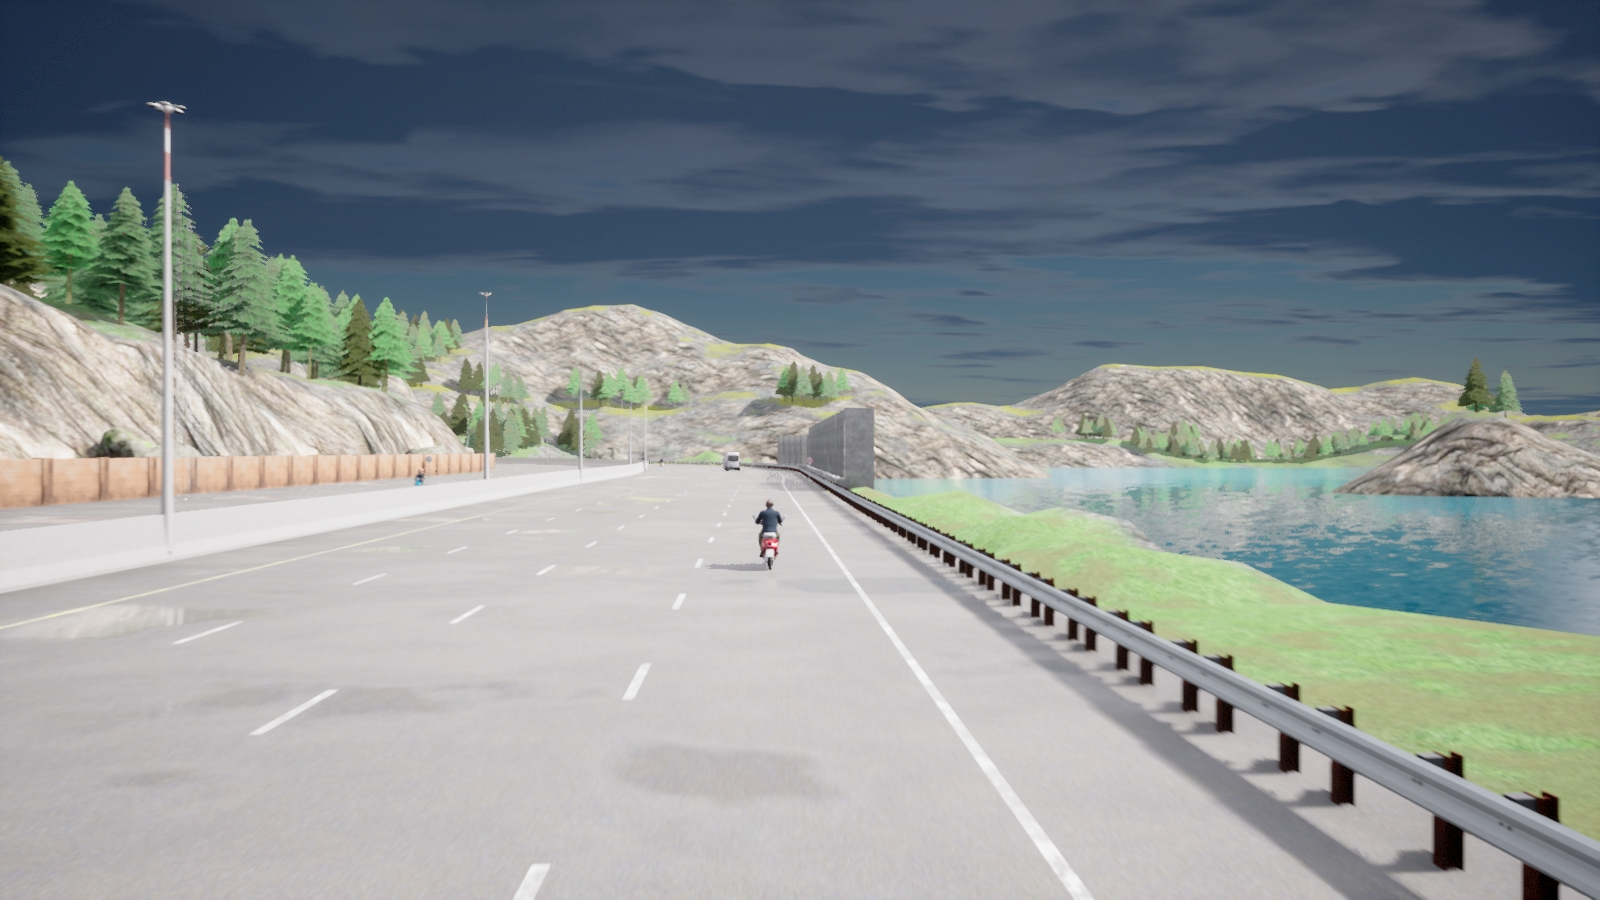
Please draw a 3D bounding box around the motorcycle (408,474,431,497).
[{"bbox_3d":[-23.296,2.169,69.954,0.856,1.334,1.805,0,0,-2],"label":"motorcycle"}]

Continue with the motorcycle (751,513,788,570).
[{"bbox_3d":[-0.749,2.193,27.695,0.856,1.236,1.805,0,0,-2],"label":"motorcycle"}]
